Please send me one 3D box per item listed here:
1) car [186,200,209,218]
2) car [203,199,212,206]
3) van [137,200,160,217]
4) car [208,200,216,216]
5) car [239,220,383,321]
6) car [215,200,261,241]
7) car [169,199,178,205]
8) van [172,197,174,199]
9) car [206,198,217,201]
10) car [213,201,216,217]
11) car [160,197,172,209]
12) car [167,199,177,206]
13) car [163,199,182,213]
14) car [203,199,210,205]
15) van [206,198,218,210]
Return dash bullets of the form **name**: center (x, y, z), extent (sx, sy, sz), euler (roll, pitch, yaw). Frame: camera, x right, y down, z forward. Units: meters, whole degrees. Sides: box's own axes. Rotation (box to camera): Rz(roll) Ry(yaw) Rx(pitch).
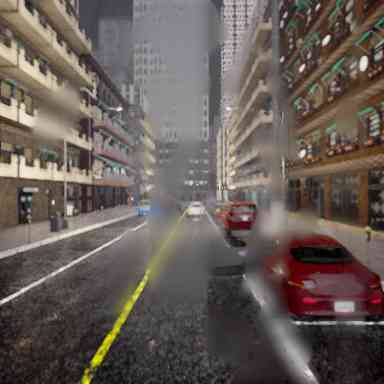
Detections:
- **car**: center (0.480, 1.885, 34.358), extent (1.812, 1.442, 4.674), euler (0, -1, 1)
- **car**: center (3.434, 2.313, 75.221), extent (1.887, 1.381, 4.507), euler (-1, -1, 1)
- **van**: center (-4.891, 1.741, 36.454), extent (1.690, 1.788, 3.998), euler (-1, -1, 1)
- **car**: center (2.994, 1.898, 36.553), extent (1.752, 1.417, 4.829), euler (-1, -1, 1)
- **car**: center (2.333, 1.596, 7.338), extent (1.812, 1.442, 4.674), euler (0, -1, 1)
- **car**: center (2.800, 1.514, 19.740), extent (2.192, 1.841, 5.009), euler (-1, -1, 1)
- **car**: center (-4.383, 2.398, 80.840), extent (1.887, 1.381, 4.507), euler (-1, -1, 1)
- **van**: center (-4.638, 1.969, 58.648), extent (1.690, 1.788, 3.998), euler (-1, -1, 1)
- **car**: center (3.054, 1.869, 41.932), extent (1.967, 1.590, 4.097), euler (-1, -1, 1)
- **car**: center (2.865, 1.696, 25.287), extent (1.967, 1.590, 4.097), euler (-1, -1, 1)
- **car**: center (-4.700, 2.011, 53.099), extent (1.967, 1.590, 4.097), euler (-1, -1, 1)
- **car**: center (-4.446, 2.363, 75.291), extent (1.947, 1.339, 4.313), euler (-1, -1, 1)
- **car**: center (-2.269, 2.022, 42.957), extent (1.994, 1.385, 4.181), euler (0, -1, 1)
- **car**: center (3.498, 2.352, 80.940), extent (1.752, 1.417, 4.829), euler (-1, -1, 1)
- **van**: center (3.178, 1.884, 53.030), extent (1.690, 1.788, 3.998), euler (-1, -1, 1)
